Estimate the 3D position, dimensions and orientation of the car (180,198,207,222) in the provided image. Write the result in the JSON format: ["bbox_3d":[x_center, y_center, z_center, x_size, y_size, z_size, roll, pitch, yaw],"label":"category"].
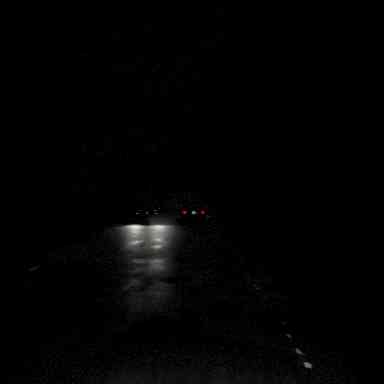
[{"bbox_3d":[0.100,1.387,24.327,2.033,1.411,5.357,0,0,0],"label":"car"}]

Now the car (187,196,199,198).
[{"bbox_3d":[0.097,1.218,41.534,1.882,1.535,5.008,0,1,0],"label":"car"}]

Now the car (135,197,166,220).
[{"bbox_3d":[-3.000,1.143,24.737,1.837,1.490,4.892,0,0,0],"label":"car"}]
